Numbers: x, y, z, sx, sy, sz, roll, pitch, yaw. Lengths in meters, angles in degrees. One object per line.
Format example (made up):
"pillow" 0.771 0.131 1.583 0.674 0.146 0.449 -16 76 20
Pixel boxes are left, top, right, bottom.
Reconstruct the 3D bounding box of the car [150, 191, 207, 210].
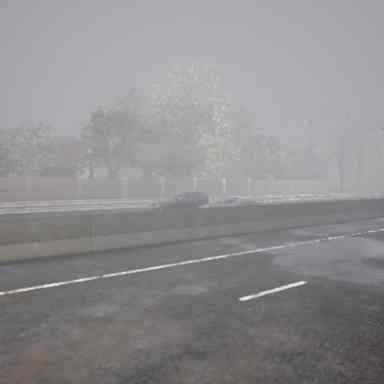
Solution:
"car" -0.924 0.983 29.108 5.566 2.045 2.150 -1 1 -35

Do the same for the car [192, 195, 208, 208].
"car" 2.755 1.237 27.428 4.892 1.490 1.837 -1 1 -35

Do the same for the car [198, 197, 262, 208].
"car" 3.394 1.304 23.592 5.357 1.411 2.033 -1 1 -35
